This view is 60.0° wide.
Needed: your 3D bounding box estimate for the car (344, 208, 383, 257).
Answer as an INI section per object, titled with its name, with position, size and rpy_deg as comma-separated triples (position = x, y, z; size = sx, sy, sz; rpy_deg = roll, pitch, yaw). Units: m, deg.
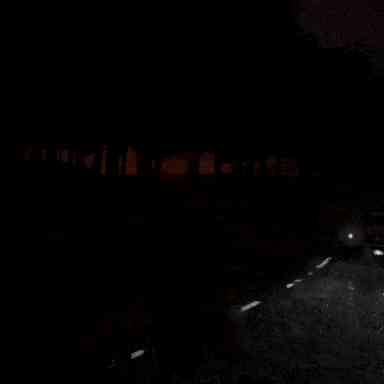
[car]
position = 6.466, 1.272, 11.053
size = 1.895, 1.301, 4.718
rpy_deg = 1, 3, 36
